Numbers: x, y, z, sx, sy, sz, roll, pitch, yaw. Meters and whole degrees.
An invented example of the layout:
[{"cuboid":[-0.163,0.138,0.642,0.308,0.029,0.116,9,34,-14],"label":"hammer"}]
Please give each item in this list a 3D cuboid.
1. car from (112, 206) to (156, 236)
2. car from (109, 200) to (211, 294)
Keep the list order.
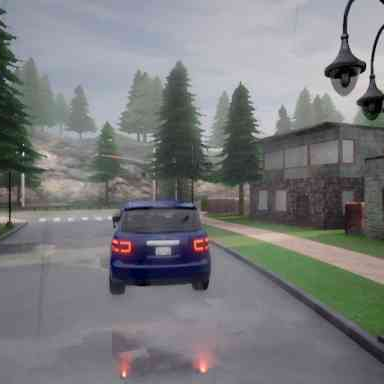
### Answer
[{"cuboid":[-3.539,1.597,19.443,1.895,1.301,4.718,0,0,-18],"label":"car"},{"cuboid":[-0.979,1.220,9.010,2.150,2.045,5.566,0,0,-9],"label":"car"}]
